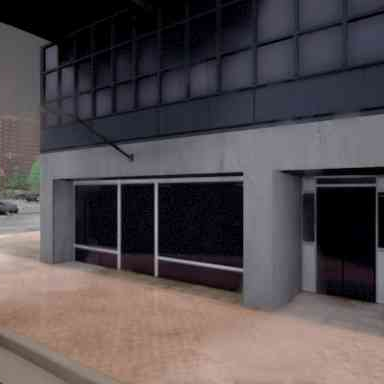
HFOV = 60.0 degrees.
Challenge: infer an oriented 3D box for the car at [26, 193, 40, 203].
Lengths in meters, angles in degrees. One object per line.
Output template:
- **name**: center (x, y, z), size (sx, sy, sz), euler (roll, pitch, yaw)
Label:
- **car**: center (-30.237, 1.145, 64.728), size (4.605, 1.855, 1.932), euler (0, 0, 35)

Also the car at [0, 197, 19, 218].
- **car**: center (-17.293, 1.487, 28.036), size (2.128, 1.511, 4.902), euler (0, 0, 36)
